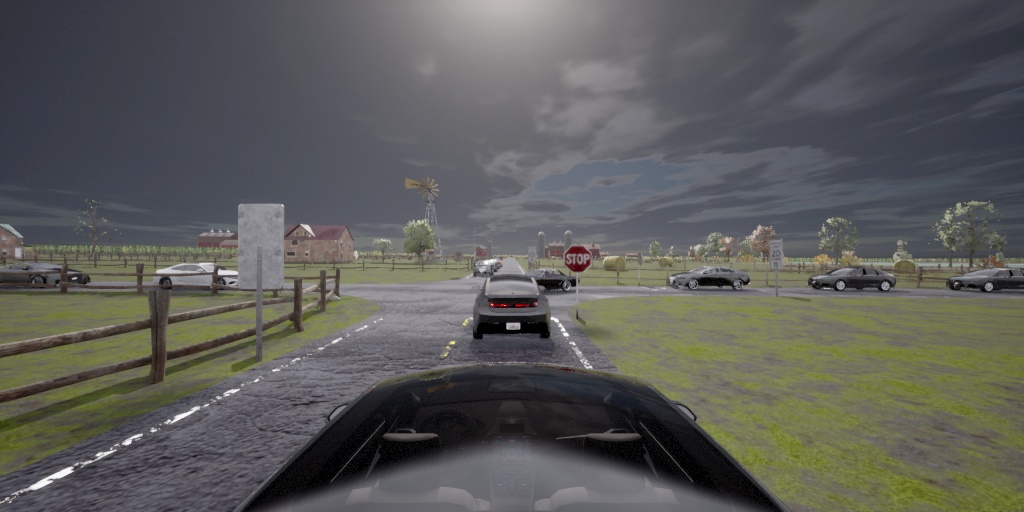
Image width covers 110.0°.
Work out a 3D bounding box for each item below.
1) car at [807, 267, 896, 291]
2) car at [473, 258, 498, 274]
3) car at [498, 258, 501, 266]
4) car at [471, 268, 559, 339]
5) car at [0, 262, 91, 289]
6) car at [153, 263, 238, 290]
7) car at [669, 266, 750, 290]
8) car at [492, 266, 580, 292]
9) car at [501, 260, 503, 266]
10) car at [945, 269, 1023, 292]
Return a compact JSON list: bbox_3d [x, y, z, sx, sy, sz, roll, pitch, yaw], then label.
[{"bbox_3d":[22.203,1.499,23.540,4.892,1.490,1.837,1,-1,-1],"label":"car"},{"bbox_3d":[-2.854,1.243,36.785,2.128,1.511,4.902,0,0,0],"label":"car"},{"bbox_3d":[-2.845,1.241,46.231,2.128,1.511,4.902,0,0,0],"label":"car"},{"bbox_3d":[-0.072,1.256,10.098,1.837,1.490,4.892,0,0,-2],"label":"car"},{"bbox_3d":[-26.361,1.048,19.936,4.181,1.385,1.994,1,-1,-1],"label":"car"},{"bbox_3d":[-17.241,1.103,20.057,4.674,1.442,1.812,1,-1,-1],"label":"car"},{"bbox_3d":[12.801,1.397,23.370,4.902,1.511,2.128,1,-1,-2],"label":"car"},{"bbox_3d":[1.502,1.369,20.144,4.718,1.301,1.895,1,0,-35],"label":"car"},{"bbox_3d":[-2.813,1.240,55.773,2.128,1.511,4.902,0,0,0],"label":"car"},{"bbox_3d":[31.706,1.587,23.660,4.892,1.490,1.837,1,-1,-1],"label":"car"}]
